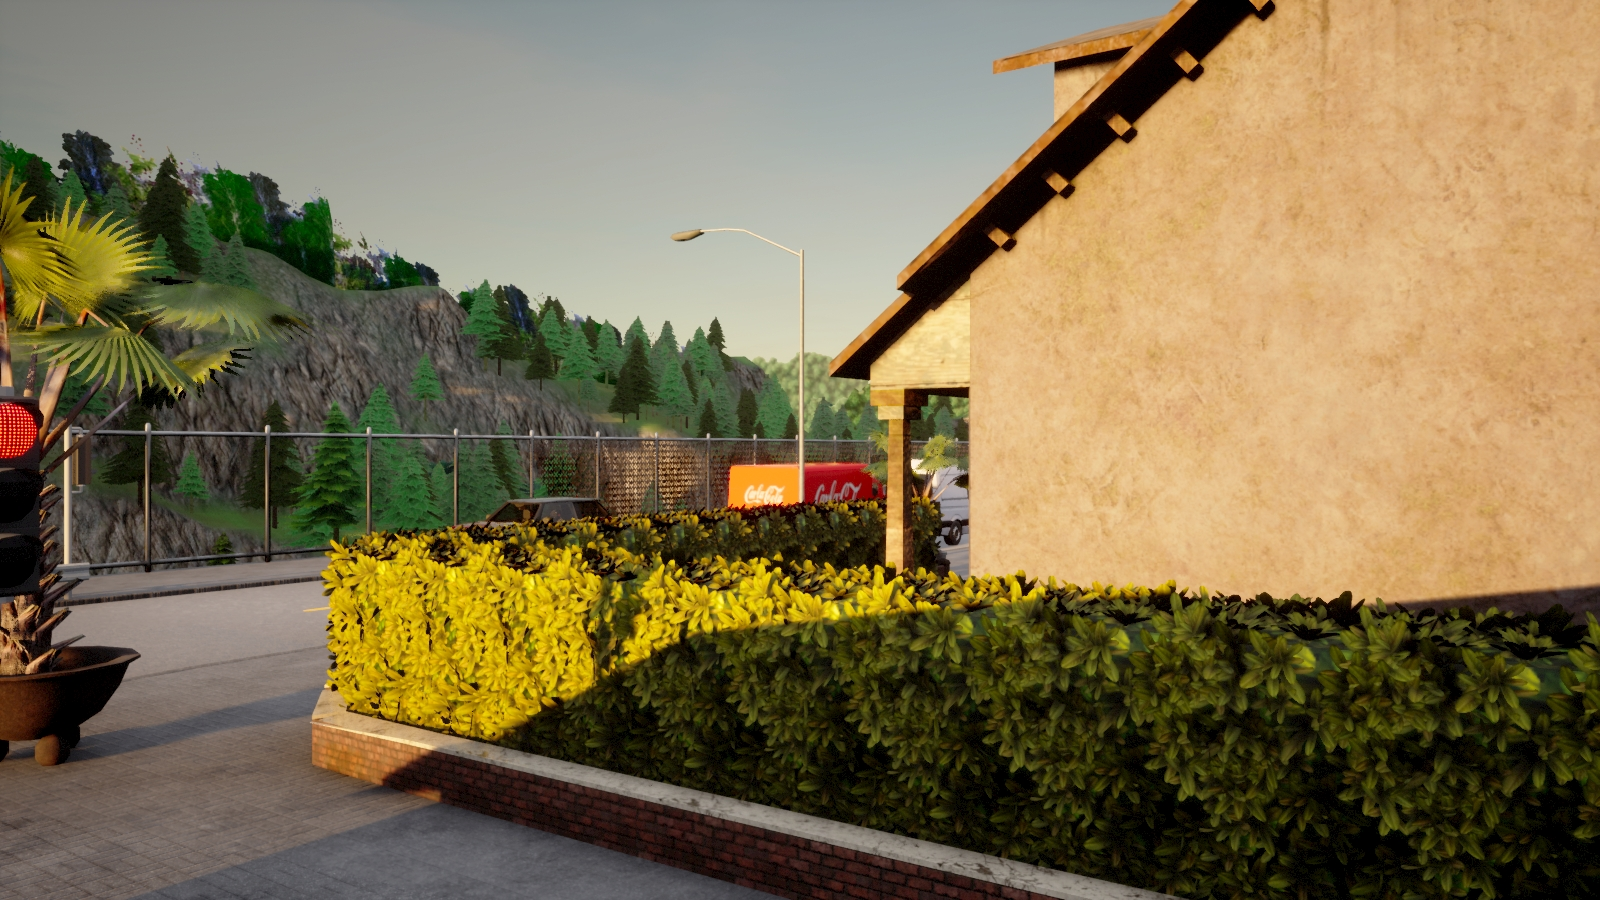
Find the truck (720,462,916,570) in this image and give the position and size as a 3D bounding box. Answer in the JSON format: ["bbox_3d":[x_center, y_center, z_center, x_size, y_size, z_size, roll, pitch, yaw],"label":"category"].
[{"bbox_3d":[0.584,1.568,29.600,2.627,2.467,5.204,0,0,35],"label":"truck"}]

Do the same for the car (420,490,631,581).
[{"bbox_3d":[-6.312,1.906,26.765,2.097,1.767,4.553,0,0,35],"label":"car"}]
